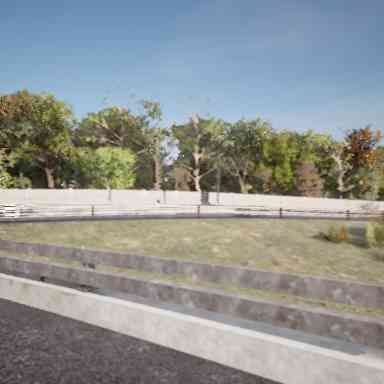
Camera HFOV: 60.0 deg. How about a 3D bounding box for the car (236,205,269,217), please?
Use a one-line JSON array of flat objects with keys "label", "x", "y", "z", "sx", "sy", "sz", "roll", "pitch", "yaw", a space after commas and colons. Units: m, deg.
[{"label": "car", "x": 7.700, "y": 2.399, "z": 42.927, "sx": 4.902, "sy": 1.511, "sz": 2.128, "roll": 3, "pitch": -2, "yaw": -24}]
